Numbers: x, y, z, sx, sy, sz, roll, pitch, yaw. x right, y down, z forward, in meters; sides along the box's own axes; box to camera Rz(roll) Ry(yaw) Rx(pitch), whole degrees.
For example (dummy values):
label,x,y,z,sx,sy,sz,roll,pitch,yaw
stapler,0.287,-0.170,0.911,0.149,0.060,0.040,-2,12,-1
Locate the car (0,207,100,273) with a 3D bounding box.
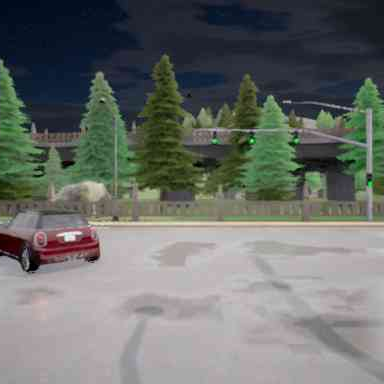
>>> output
label,x,y,z,sx,sy,sz,roll,pitch,yaw
car,-4.958,1.328,10.962,2.097,1.767,4.553,-1,1,-45
